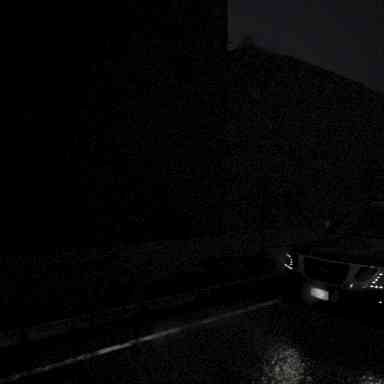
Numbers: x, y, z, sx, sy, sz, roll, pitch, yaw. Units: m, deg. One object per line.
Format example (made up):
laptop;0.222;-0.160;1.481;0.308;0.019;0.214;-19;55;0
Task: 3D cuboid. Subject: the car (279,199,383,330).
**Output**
car;4.193;1.189;6.670;5.566;2.045;2.150;0;0;-35
